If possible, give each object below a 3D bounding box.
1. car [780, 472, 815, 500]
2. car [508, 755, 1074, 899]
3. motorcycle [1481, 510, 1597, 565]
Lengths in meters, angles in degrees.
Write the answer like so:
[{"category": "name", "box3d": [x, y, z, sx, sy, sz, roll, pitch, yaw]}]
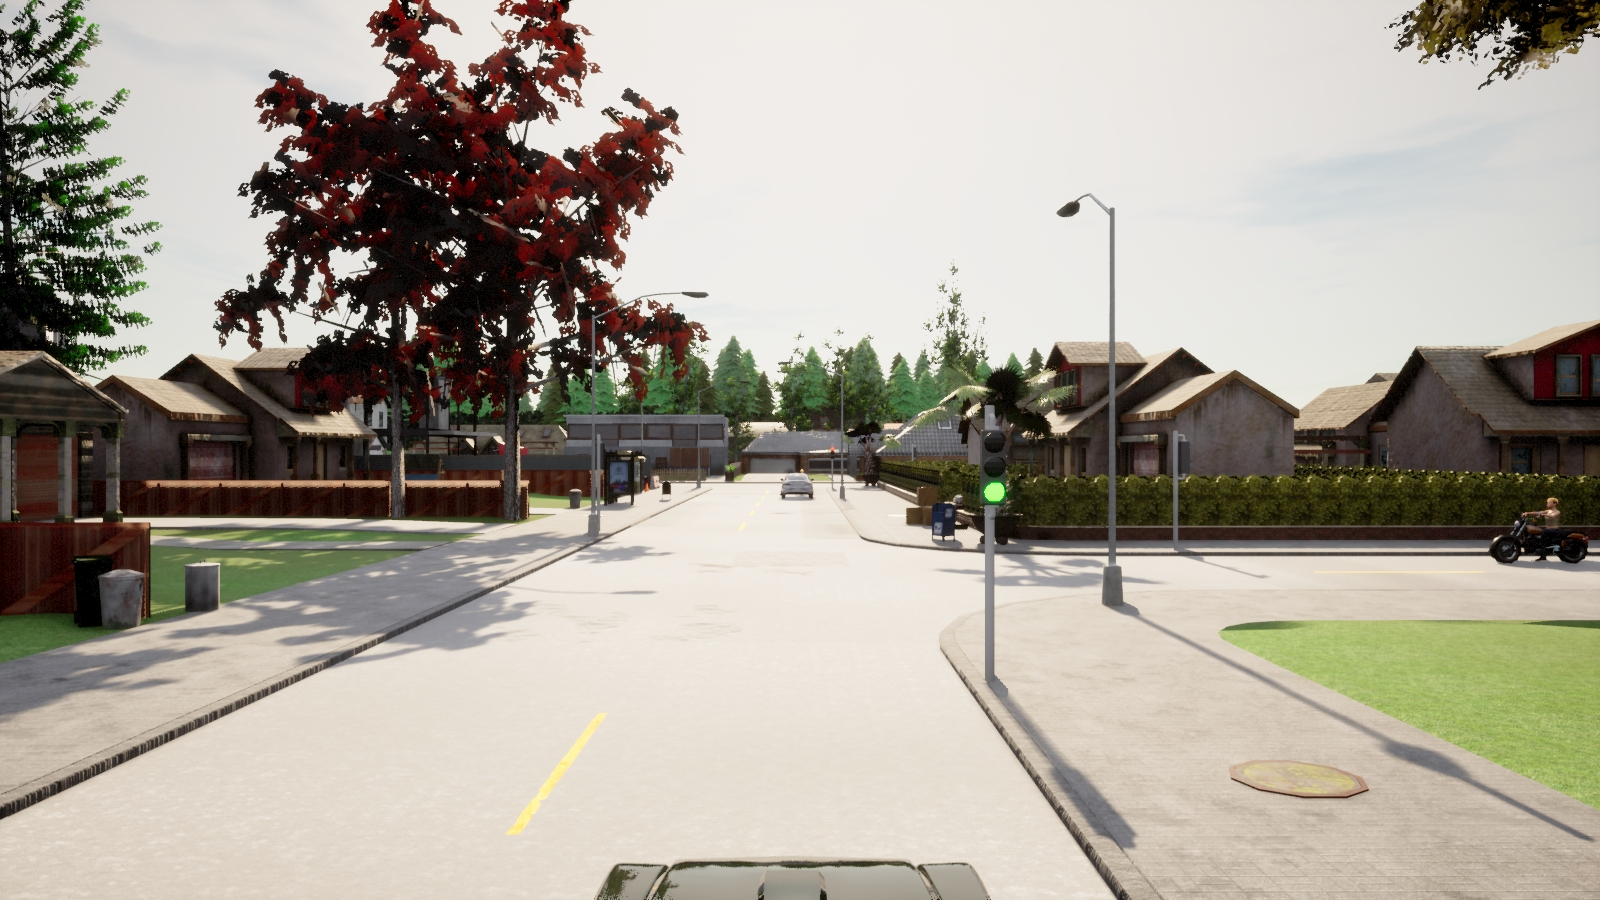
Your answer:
[{"category": "car", "box3d": [-0.164, 2.081, 66.907, 2.002, 1.442, 4.674, 0, 0, 0]}, {"category": "car", "box3d": [-0.028, 2.155, 3.265, 1.895, 1.301, 4.718, 0, 0, 0]}, {"category": "motorcycle", "box3d": [18.237, 2.155, 28.222, 2.356, 1.307, 0.764, 0, 0, 0]}]
